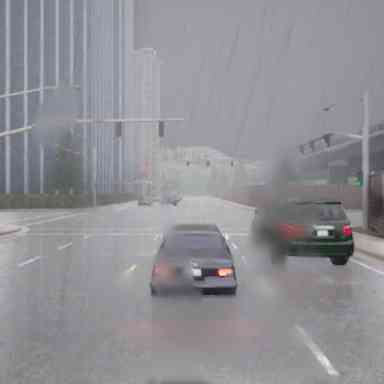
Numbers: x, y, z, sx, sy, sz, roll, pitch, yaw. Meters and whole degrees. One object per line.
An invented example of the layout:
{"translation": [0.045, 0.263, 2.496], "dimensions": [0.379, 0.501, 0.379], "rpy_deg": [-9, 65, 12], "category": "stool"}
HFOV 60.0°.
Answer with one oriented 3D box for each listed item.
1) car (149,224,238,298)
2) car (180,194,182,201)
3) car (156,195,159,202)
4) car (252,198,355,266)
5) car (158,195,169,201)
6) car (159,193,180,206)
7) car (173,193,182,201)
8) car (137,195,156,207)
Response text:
{"translation": [0.058, 1.541, 8.682], "dimensions": [2.033, 1.411, 5.357], "rpy_deg": [0, 0, 1], "category": "car"}
{"translation": [-3.501, 1.302, 66.968], "dimensions": [2.097, 1.767, 4.553], "rpy_deg": [0, 0, 1], "category": "car"}
{"translation": [-7.000, 1.302, 66.991], "dimensions": [2.097, 1.767, 4.553], "rpy_deg": [0, 0, 1], "category": "car"}
{"translation": [3.575, 1.213, 11.715], "dimensions": [2.150, 2.045, 5.566], "rpy_deg": [0, 0, 1], "category": "car"}
{"translation": [-6.972, 1.420, 81.674], "dimensions": [2.128, 1.511, 4.902], "rpy_deg": [0, 0, 0], "category": "car"}
{"translation": [-3.570, 1.180, 52.866], "dimensions": [2.150, 2.045, 5.566], "rpy_deg": [0, 0, 0], "category": "car"}
{"translation": [-3.472, 1.233, 81.764], "dimensions": [2.097, 1.767, 4.553], "rpy_deg": [0, 0, 0], "category": "car"}
{"translation": [-7.073, 1.467, 50.299], "dimensions": [1.837, 1.490, 4.892], "rpy_deg": [0, 0, 0], "category": "car"}
